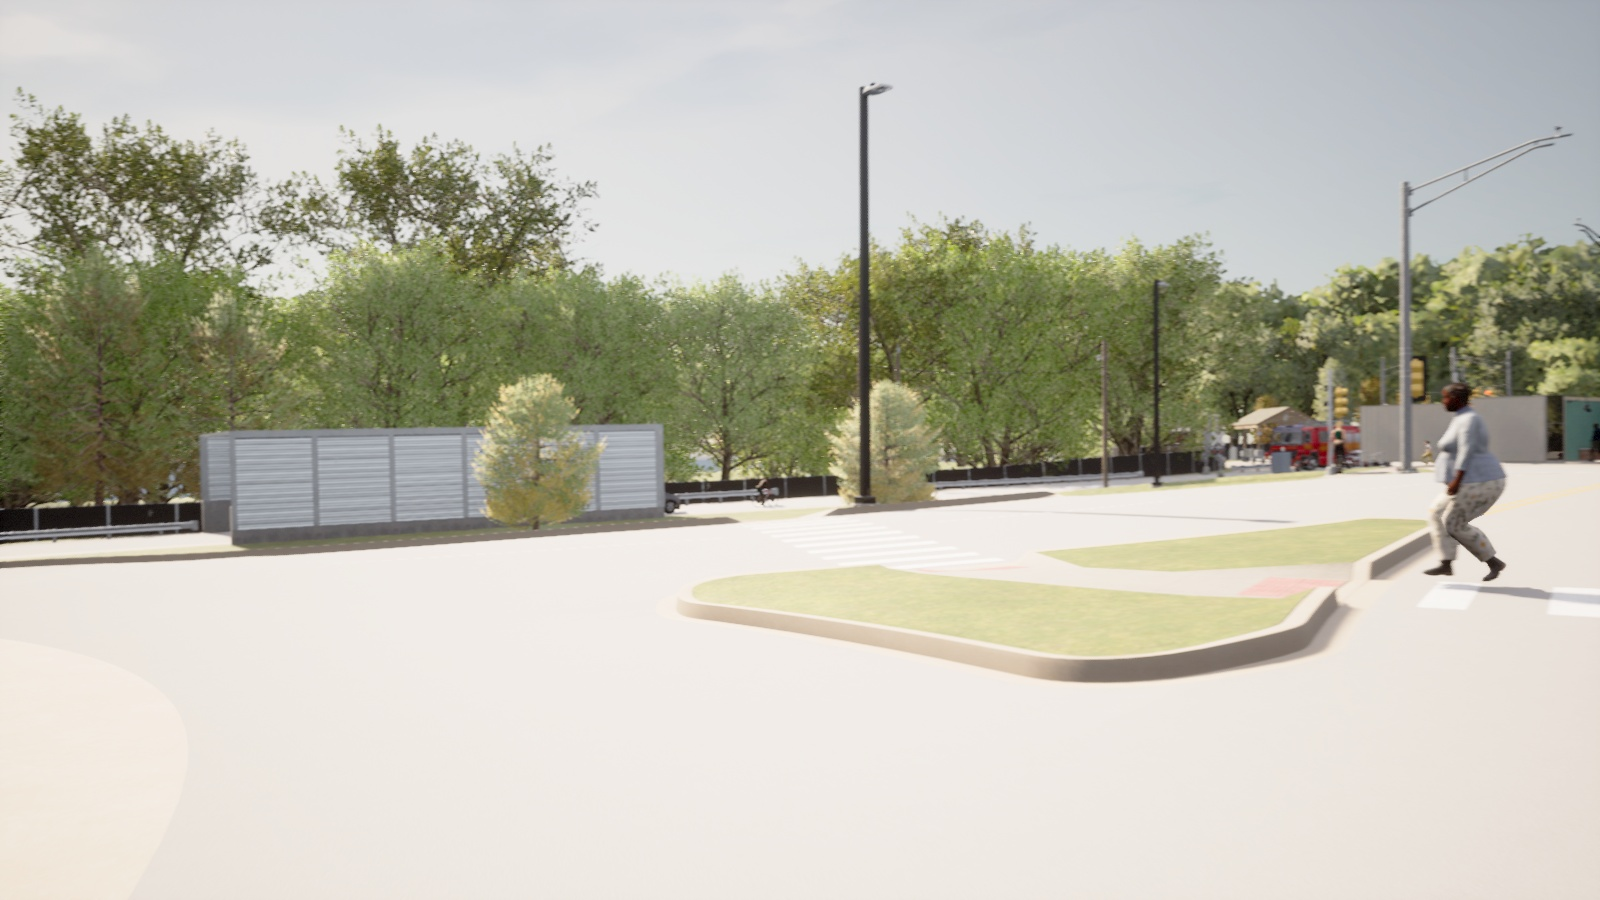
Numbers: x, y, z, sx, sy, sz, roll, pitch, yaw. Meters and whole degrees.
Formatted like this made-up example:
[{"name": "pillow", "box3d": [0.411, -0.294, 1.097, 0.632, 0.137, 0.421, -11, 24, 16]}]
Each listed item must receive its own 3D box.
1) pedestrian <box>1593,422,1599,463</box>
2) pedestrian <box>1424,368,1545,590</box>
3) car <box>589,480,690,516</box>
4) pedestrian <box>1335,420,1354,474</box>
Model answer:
[{"name": "pedestrian", "box3d": [36.132, -0.340, 56.509, 0.726, 1.835, 0.370, 0, 0, -14]}, {"name": "pedestrian", "box3d": [6.032, 0.247, 11.116, 0.900, 1.855, 0.874, 0, 0, 27]}, {"name": "car", "box3d": [-8.004, 2.387, 62.778, 4.514, 1.525, 2.007, -2, 1, -34]}, {"name": "pedestrian", "box3d": [18.638, -0.106, 42.972, 0.594, 1.836, 0.345, 0, 0, -40]}]
